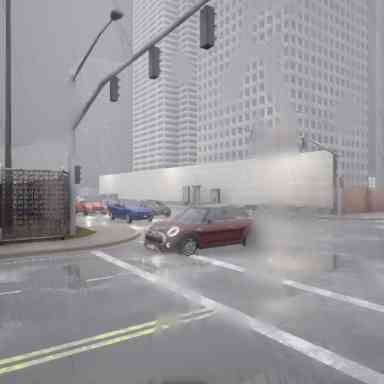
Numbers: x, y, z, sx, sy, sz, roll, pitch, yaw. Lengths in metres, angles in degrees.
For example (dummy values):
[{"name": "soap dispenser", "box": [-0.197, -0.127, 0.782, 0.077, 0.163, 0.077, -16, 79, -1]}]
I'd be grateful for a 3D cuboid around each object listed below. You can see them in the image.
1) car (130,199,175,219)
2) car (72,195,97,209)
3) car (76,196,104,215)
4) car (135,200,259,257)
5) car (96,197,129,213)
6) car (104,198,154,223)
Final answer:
[{"name": "car", "box": [-3.653, 1.449, 29.878, 1.837, 1.490, 4.892, 0, 0, -35]}, {"name": "car", "box": [-14.843, 1.297, 45.699, 2.097, 1.767, 4.553, 0, 0, -35]}, {"name": "car", "box": [-10.028, 1.297, 32.819, 2.097, 1.767, 4.553, 0, 0, -35]}, {"name": "car", "box": [0.444, 1.319, 12.896, 4.553, 1.767, 2.097, 0, 0, -35]}, {"name": "car", "box": [-9.008, 1.422, 37.441, 1.882, 1.535, 5.008, 0, 0, -35]}, {"name": "car", "box": [-4.722, 1.422, 25.331, 1.882, 1.535, 5.008, 0, 0, -35]}]
